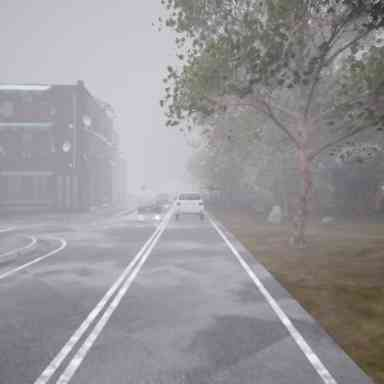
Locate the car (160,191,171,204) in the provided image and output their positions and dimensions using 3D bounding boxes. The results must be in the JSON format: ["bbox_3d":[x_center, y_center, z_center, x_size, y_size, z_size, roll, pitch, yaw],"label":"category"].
[{"bbox_3d":[-4.327,0.982,48.282,1.837,1.490,4.892,0,1,-2],"label":"car"}]

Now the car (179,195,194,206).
[{"bbox_3d":[-0.773,1.142,44.953,1.895,1.301,4.718,0,1,-2],"label":"car"}]

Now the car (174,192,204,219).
[{"bbox_3d":[-0.240,1.009,26.610,2.150,2.045,5.566,0,1,-2],"label":"car"}]

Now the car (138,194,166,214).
[{"bbox_3d":[-3.876,1.259,31.485,1.812,1.442,4.674,0,1,1],"label":"car"}]
